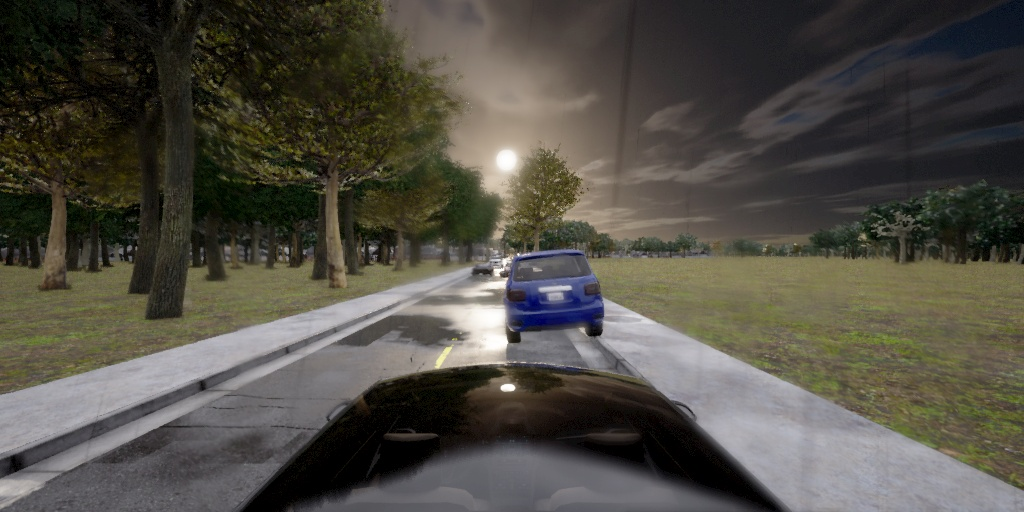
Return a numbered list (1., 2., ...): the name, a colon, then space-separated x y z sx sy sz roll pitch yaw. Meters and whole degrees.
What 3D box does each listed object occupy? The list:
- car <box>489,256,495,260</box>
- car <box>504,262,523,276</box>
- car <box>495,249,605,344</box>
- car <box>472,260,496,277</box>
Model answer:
1. car: -2.680 0.973 60.747 2.150 2.045 5.566 0 0 0
2. car: 0.121 1.352 38.265 1.895 1.301 4.718 0 0 0
3. car: 0.882 0.897 9.771 2.150 2.045 5.566 -5 0 0
4. car: -2.811 1.352 34.975 1.895 1.301 4.718 0 0 0
